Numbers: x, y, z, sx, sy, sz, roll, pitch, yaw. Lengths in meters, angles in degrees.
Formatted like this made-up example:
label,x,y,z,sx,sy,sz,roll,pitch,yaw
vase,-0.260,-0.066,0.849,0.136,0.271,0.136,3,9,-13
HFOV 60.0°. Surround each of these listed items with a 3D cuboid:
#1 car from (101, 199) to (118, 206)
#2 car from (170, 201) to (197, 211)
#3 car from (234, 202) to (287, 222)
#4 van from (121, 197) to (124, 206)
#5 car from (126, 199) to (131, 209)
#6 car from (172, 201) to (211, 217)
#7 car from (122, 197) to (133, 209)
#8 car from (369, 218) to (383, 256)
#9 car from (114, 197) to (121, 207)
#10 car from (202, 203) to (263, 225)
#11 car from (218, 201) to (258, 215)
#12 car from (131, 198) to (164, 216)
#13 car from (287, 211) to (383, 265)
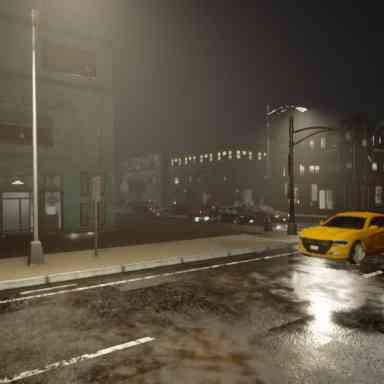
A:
label,x,y,z,sx,sy,sz,roll,pitch,yaw
car,-17.270,2.226,69.596,1.887,1.381,4.507,-1,0,-35
car,-1.221,1.964,47.049,1.802,1.307,4.206,-2,0,-35
car,5.514,1.764,27.614,2.033,1.411,5.357,-1,0,-36
van,-10.856,1.905,60.577,1.690,1.788,3.998,-1,0,-35
car,-6.392,1.997,44.358,2.033,1.411,5.357,-1,0,-35
car,-0.295,1.895,35.756,1.994,1.385,4.181,-1,0,-37
car,-9.168,2.045,53.760,1.812,1.442,4.674,-1,0,-35
car,6.983,1.489,8.667,4.902,1.511,2.128,0,0,-36
car,-14.066,1.938,65.087,2.192,1.841,5.009,-1,0,-35
car,3.108,1.813,26.302,1.947,1.339,4.313,-2,0,-35
car,5.197,1.808,38.030,2.008,1.369,4.403,-2,0,-35
car,-4.842,1.845,37.678,1.967,1.590,4.097,-1,0,-35
car,5.876,1.476,11.885,5.008,1.535,1.882,0,0,-35
